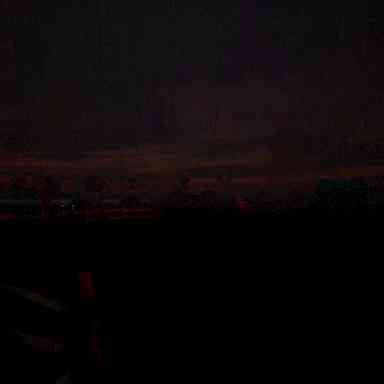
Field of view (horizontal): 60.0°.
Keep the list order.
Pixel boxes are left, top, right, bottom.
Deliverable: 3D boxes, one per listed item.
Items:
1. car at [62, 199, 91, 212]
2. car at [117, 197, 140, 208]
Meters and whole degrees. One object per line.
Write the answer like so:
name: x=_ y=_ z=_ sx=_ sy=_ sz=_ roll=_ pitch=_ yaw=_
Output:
car: x=-16.203 y=1.841 z=46.795 sx=2.097 sy=1.767 sz=4.553 roll=-1 pitch=-1 yaw=16
car: x=-11.713 y=1.948 z=61.625 sx=2.150 sy=2.045 sz=5.566 roll=-1 pitch=-1 yaw=18
